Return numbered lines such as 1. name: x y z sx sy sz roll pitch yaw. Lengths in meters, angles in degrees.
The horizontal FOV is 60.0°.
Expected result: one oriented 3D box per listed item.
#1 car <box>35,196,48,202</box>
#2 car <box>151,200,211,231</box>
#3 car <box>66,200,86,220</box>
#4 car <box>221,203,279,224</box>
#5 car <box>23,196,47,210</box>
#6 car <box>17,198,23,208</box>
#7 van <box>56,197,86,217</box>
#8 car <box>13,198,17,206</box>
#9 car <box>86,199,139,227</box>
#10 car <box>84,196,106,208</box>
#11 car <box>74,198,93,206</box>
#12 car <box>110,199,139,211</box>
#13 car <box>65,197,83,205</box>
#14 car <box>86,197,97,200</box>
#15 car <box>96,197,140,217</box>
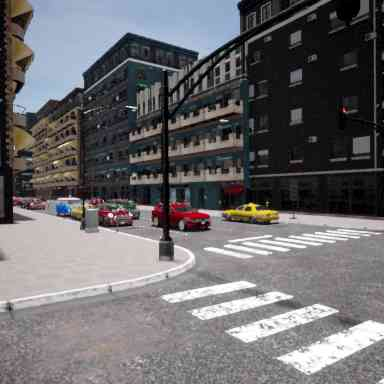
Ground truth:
1. car: -37.526 1.730 82.892 1.887 1.381 4.507 -1 1 -35
2. car: -0.805 1.540 21.402 1.882 1.535 5.008 -1 0 -36
3. car: -8.919 1.653 28.315 1.752 1.417 4.829 -1 1 -35
4. car: 4.131 1.500 24.442 1.752 1.417 4.829 -1 1 -35
5. car: -21.868 1.629 46.480 1.967 1.590 4.097 -1 1 -35
6. car: -25.077 1.771 50.988 1.947 1.339 4.313 -1 1 -35
7. van: -12.233 1.484 32.959 1.690 1.788 3.998 -1 1 -35
8. car: -31.502 1.784 60.002 1.887 1.381 4.507 -1 1 -35
9. car: -5.808 1.554 23.947 1.967 1.590 4.097 -1 1 -35
10. car: -15.044 1.504 51.343 1.967 1.590 4.097 -1 1 -35
11. car: -18.254 1.646 55.851 1.947 1.339 4.313 -1 1 -35
12. car: -8.618 1.584 42.330 2.008 1.369 4.403 -1 1 -35
13. car: -21.466 1.648 60.358 2.008 1.369 4.403 -1 1 -35
14. car: -12.325 1.606 37.575 2.128 1.511 4.902 -1 0 -35
15. car: -6.321 1.439 29.130 2.097 1.767 4.553 -1 0 -35
